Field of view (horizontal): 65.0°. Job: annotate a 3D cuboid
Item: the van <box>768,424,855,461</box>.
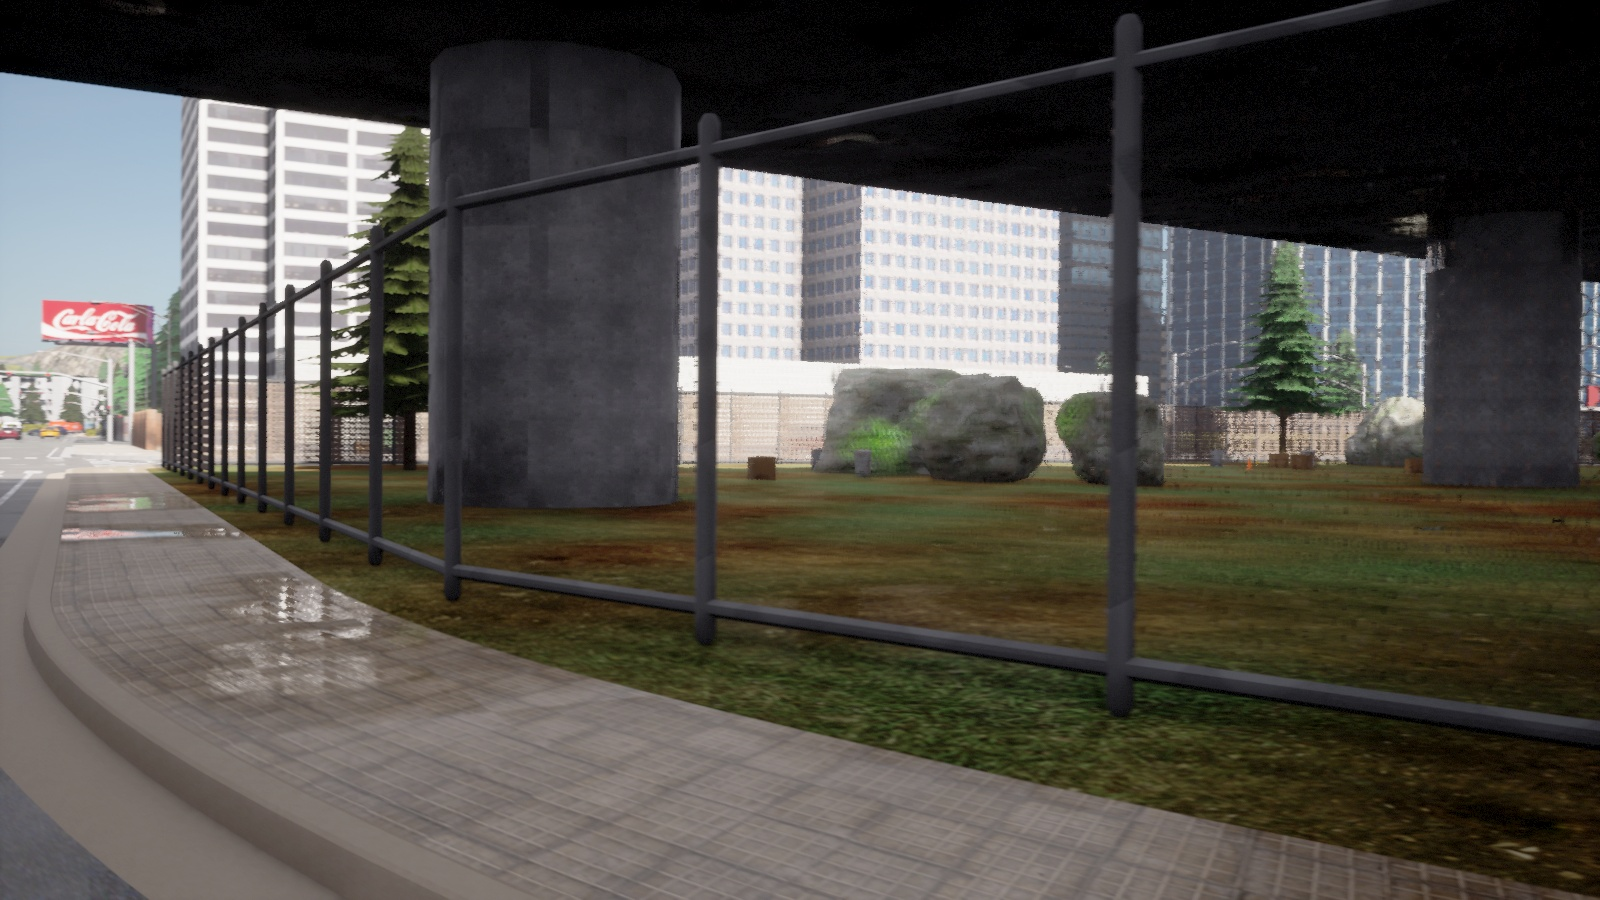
[{"bbox_3d":[0.634,-0.441,68.967,4.442,1.987,1.775,-1,1,-30],"label":"van"}]
